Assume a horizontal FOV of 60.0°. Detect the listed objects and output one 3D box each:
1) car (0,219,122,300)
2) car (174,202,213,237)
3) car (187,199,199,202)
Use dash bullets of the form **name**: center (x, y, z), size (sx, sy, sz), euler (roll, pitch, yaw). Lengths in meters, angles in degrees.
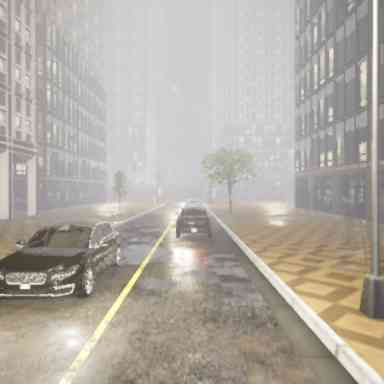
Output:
- **car**: center (-3.099, 1.514, 8.608), size (1.837, 1.490, 4.892), euler (0, 0, 0)
- **car**: center (0.103, 1.527, 18.047), size (1.837, 1.490, 4.892), euler (0, 0, 0)
- **car**: center (0.108, 1.578, 37.851), size (1.812, 1.442, 4.674), euler (0, 0, 0)
